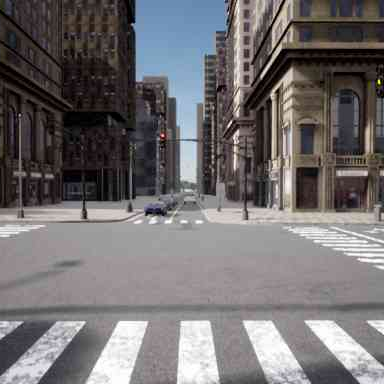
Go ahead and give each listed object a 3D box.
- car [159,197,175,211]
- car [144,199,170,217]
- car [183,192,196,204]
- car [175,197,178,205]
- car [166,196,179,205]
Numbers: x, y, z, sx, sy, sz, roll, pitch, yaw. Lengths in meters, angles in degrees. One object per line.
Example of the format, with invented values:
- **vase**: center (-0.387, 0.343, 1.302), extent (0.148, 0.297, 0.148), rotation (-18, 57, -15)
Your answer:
- **car**: center (-3.455, 1.495, 40.877), extent (1.837, 1.490, 4.892), rotation (0, 0, -1)
- **car**: center (-3.375, 1.593, 31.547), extent (1.895, 1.301, 4.718), rotation (0, 0, -1)
- **car**: center (-0.421, 1.208, 62.379), extent (2.150, 2.045, 5.566), rotation (0, 0, 0)
- **car**: center (-3.518, 1.514, 50.207), extent (1.812, 1.442, 4.674), rotation (0, 0, -1)
- **car**: center (-3.562, 1.534, 60.884), extent (2.033, 1.411, 5.357), rotation (0, 0, 0)
